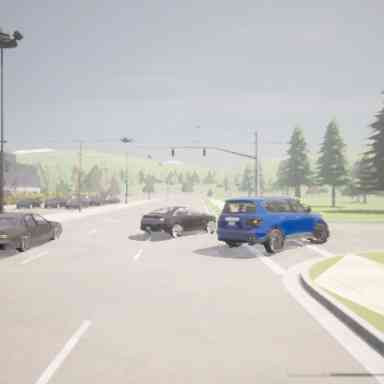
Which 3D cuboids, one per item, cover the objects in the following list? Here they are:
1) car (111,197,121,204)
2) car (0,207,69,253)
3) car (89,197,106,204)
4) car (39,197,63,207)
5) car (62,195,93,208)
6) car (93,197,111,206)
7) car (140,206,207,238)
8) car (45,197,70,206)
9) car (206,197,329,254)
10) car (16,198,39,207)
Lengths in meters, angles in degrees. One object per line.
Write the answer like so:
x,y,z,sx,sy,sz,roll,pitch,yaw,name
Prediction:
-15.216,1.629,64.650,1.994,1.385,4.181,0,0,1,car
-7.157,1.562,13.760,2.033,1.411,5.357,0,0,-2,car
-18.697,1.630,65.955,1.994,1.385,4.181,0,0,1,car
-19.028,1.553,46.716,1.837,1.490,4.892,0,0,1,car
-15.559,1.572,45.479,1.812,1.442,4.674,0,0,1,car
-15.369,1.533,54.561,1.882,1.535,5.008,0,0,1,car
-0.545,1.509,17.765,2.128,1.511,4.902,-1,-1,39,car
-22.357,1.548,55.386,2.128,1.511,4.902,0,0,1,car
3.459,1.235,13.818,5.566,2.045,2.150,0,-2,-42,car
-22.529,1.553,46.254,1.837,1.490,4.892,0,0,1,car
